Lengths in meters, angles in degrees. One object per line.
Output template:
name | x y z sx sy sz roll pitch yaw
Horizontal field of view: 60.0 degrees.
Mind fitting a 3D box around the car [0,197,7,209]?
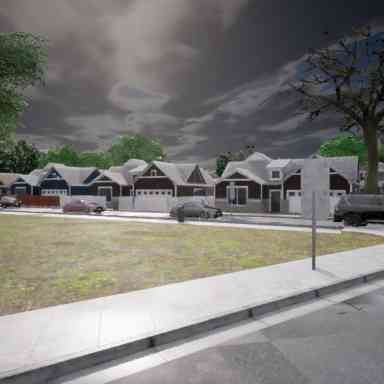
car | -24.863 1.395 39.767 4.718 1.301 1.895 0 0 28

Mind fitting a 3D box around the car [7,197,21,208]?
car | -23.768 1.330 42.415 4.674 1.442 1.812 0 0 28

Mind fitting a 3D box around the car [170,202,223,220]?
car | 0.304 1.470 26.335 4.181 1.385 1.994 0 0 29

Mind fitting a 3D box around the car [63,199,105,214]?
car | -10.486 1.421 32.201 4.181 1.385 1.994 0 0 27

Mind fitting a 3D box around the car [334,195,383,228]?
car | 11.163 1.181 19.121 5.566 2.045 2.150 0 -1 43
